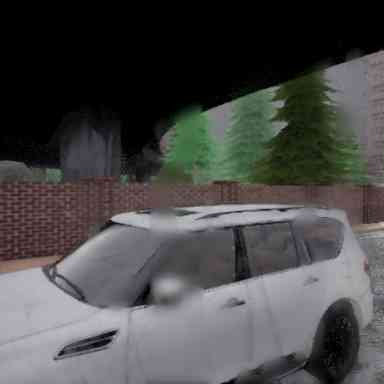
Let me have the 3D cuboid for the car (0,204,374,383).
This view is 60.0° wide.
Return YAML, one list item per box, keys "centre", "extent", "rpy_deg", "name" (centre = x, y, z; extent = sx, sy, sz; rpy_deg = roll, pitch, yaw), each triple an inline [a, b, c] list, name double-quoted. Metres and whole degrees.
- centre: [-0.131, 1.199, 3.870]
  extent: [5.566, 2.045, 2.150]
  rpy_deg: [0, 0, -35]
  name: "car"
